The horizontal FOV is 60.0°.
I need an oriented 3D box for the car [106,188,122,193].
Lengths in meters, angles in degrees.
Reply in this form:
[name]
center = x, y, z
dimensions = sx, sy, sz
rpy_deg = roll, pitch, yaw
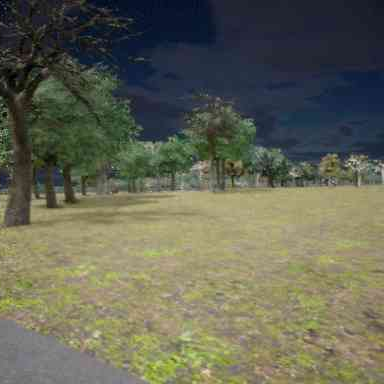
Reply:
[car]
center = -18.979, -0.323, 79.488
dimensions = 1.882, 1.535, 5.008
rpy_deg = -2, 1, 38
